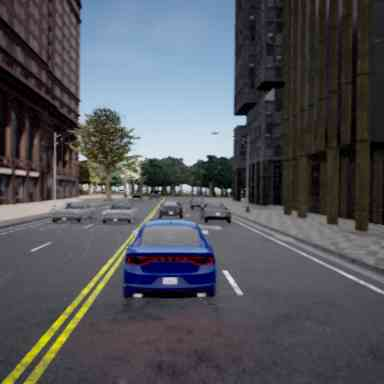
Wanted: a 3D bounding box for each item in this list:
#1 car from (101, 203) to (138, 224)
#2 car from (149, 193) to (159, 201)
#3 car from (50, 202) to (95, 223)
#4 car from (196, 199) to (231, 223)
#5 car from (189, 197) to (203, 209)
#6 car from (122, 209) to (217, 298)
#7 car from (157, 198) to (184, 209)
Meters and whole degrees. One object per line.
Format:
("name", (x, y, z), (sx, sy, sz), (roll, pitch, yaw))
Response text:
("car", (-4.901, 1.416, 22.957), (1.895, 1.301, 4.718), (1, 0, -4))
("car", (-7.391, 0.947, 64.729), (1.895, 1.301, 4.718), (1, 0, -4))
("car", (-8.169, 1.376, 23.159), (1.895, 1.301, 4.718), (1, 0, -4))
("car", (1.671, 1.449, 24.727), (1.994, 1.385, 4.181), (1, 0, -3))
("car", (0.699, 1.335, 40.257), (2.033, 1.411, 5.357), (1, 0, -3))
("car", (-0.542, 1.424, 8.424), (1.882, 1.535, 5.008), (1, 0, -4))
("car", (-1.670, 1.359, 26.808), (1.812, 1.442, 4.674), (1, 0, -3))
